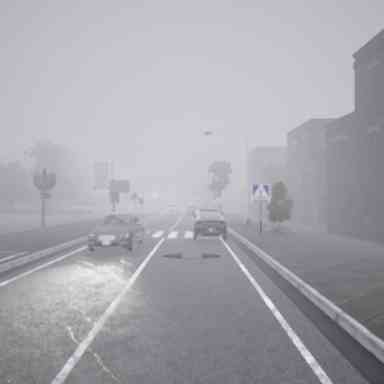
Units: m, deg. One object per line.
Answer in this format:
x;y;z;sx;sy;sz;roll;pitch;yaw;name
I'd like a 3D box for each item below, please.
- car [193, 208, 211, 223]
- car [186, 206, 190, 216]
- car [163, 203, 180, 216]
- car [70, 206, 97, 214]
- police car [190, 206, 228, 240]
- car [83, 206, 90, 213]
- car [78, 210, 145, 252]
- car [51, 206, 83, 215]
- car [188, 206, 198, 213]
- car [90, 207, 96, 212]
1.029;2.516;35.720;1.812;1.442;4.674;0;-2;0;car
0.118;3.080;56.245;2.097;1.767;4.553;0;-2;0;car
-3.197;2.938;55.967;2.150;2.045;5.566;0;-2;1;car
-21.798;3.601;66.997;4.674;1.452;2.002;0;-2;0;car
0.990;1.847;19.829;1.930;1.638;5.238;0;-2;0;police car
-21.819;3.330;60.581;4.892;1.521;2.231;0;-2;0;car
-3.340;1.778;15.431;2.128;1.511;4.902;0;-2;0;car
-21.834;3.250;57.305;4.674;1.452;2.002;0;-2;0;car
0.164;3.686;71.276;2.033;1.411;5.357;0;-2;0;car
-21.818;3.447;63.852;5.008;1.535;2.097;0;-2;0;car
